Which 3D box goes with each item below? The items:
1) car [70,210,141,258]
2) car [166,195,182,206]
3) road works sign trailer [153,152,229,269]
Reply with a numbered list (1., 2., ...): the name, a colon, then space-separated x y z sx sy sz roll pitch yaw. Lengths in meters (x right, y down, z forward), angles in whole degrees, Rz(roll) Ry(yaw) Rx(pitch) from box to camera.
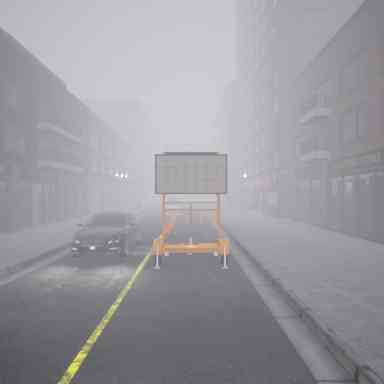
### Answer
1. car: -3.141 1.508 12.882 1.837 1.490 4.892 0 0 0
2. car: -3.269 1.531 55.889 2.128 1.511 4.902 0 0 0
3. road works sign trailer: -0.029 0.467 11.182 2.380 3.560 2.880 0 0 0
